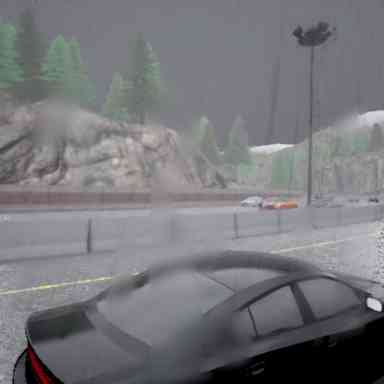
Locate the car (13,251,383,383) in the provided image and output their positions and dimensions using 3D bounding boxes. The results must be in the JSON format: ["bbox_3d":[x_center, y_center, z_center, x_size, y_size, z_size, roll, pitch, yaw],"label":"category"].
[{"bbox_3d":[0.794,1.455,3.808,5.008,1.535,1.882,1,1,-36],"label":"car"}]

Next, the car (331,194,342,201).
[{"bbox_3d":[33.031,1.292,75.761,2.128,1.511,4.902,1,0,25],"label":"car"}]

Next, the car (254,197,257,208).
[{"bbox_3d":[9.958,1.330,40.414,1.882,1.535,5.008,1,0,42],"label":"car"}]

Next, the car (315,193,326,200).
[{"bbox_3d":[30.084,1.057,77.727,2.033,1.411,5.357,1,0,23],"label":"car"}]

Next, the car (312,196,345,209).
[{"bbox_3d":[14.296,1.317,34.801,2.097,1.767,4.553,1,1,42],"label":"car"}]

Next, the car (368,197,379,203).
[{"bbox_3d":[37.684,1.665,69.134,1.895,1.301,4.718,1,0,25],"label":"car"}]

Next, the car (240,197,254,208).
[{"bbox_3d":[8.209,1.324,43.686,1.812,1.442,4.674,1,0,41],"label":"car"}]

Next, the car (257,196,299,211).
[{"bbox_3d":[9.218,1.235,34.510,2.097,1.767,4.553,1,1,44],"label":"car"}]

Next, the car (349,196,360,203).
[{"bbox_3d":[33.334,1.472,68.247,1.882,1.535,5.008,1,0,27],"label":"car"}]
